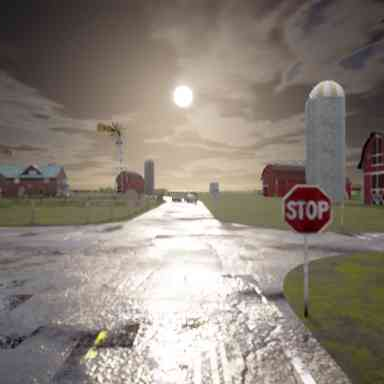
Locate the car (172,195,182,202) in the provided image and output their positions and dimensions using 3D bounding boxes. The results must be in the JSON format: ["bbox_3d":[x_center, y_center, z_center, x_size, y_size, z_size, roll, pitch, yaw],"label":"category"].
[{"bbox_3d":[-3.004,1.294,66.574,1.994,1.385,4.181,0,0,-2],"label":"car"}]

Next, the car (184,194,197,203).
[{"bbox_3d":[-0.066,1.237,62.477,2.128,1.511,4.902,0,0,-2],"label":"car"}]

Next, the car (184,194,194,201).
[{"bbox_3d":[-0.732,1.173,72.586,1.837,1.490,4.892,0,0,-6],"label":"car"}]
